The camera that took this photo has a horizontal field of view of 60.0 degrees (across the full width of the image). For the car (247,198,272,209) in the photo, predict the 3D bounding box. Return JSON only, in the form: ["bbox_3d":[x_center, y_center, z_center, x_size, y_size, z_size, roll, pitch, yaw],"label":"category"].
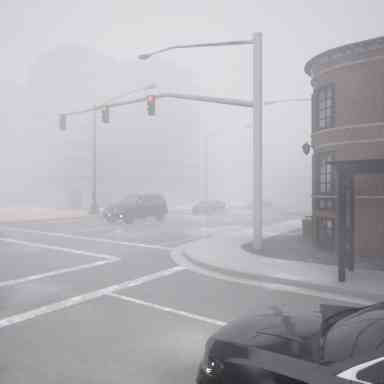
[{"bbox_3d":[8.960,1.499,43.853,2.128,1.511,4.902,0,0,35],"label":"car"}]

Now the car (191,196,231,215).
[{"bbox_3d":[1.853,1.511,33.842,1.837,1.490,4.892,0,0,35],"label":"car"}]

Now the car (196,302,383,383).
[{"bbox_3d":[2.295,1.505,2.328,4.892,1.490,1.837,0,0,36],"label":"car"}]

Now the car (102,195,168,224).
[{"bbox_3d":[-4.148,1.228,25.370,2.150,2.045,5.566,0,0,35],"label":"car"}]
